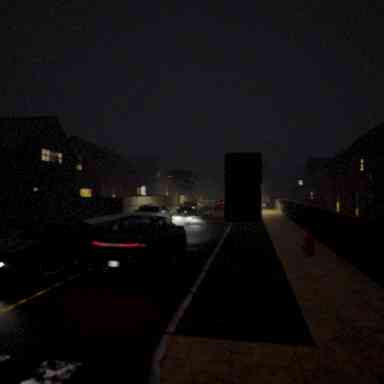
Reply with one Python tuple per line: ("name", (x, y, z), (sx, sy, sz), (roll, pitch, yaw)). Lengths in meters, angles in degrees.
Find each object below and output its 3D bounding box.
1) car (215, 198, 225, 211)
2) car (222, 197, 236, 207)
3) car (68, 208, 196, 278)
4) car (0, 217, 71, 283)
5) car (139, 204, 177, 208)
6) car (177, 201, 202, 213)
("car", (3.911, 1.455, 40.135), (2.128, 1.511, 4.902), (0, 0, 11))
("car", (5.692, 1.489, 50.499), (1.837, 1.490, 4.892), (0, 0, 10))
("car", (-1.409, 1.454, 10.109), (2.128, 1.511, 4.902), (0, 0, 10))
("car", (-4.367, 1.488, 9.862), (2.033, 1.411, 5.357), (0, 0, 11))
("car", (-2.474, 1.457, 20.501), (1.812, 1.442, 4.674), (0, 0, 10))
("car", (-0.224, 1.531, 33.259), (1.895, 1.301, 4.718), (0, 0, 10))
